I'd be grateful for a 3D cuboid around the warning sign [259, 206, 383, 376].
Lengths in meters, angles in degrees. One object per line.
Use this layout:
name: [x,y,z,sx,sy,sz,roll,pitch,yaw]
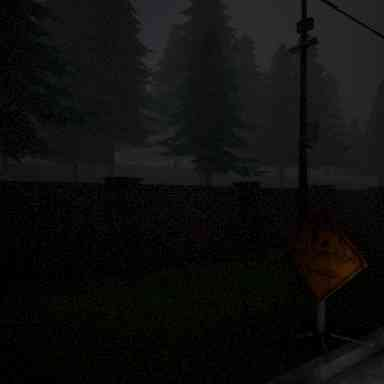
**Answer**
warning sign: [1.788,1.152,4.594,1.060,1.860,1.300,1,0,-36]
